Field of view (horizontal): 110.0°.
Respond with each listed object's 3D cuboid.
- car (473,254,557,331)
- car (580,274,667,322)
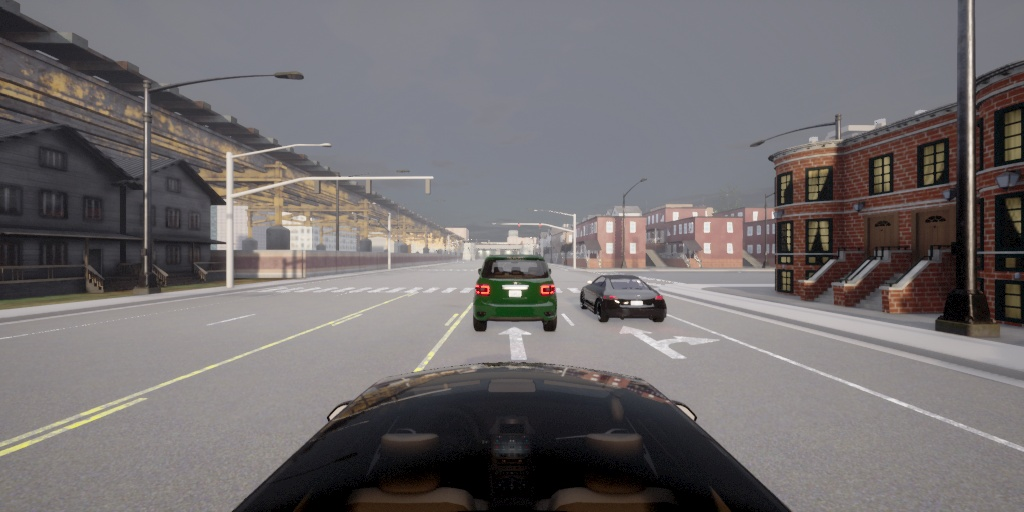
[{"bbox_3d":[0.086,0.971,11.066,2.150,2.045,5.566,0,0,0],"label":"car"},{"bbox_3d":[3.586,1.314,12.235,1.994,1.385,4.181,0,0,1],"label":"car"}]
